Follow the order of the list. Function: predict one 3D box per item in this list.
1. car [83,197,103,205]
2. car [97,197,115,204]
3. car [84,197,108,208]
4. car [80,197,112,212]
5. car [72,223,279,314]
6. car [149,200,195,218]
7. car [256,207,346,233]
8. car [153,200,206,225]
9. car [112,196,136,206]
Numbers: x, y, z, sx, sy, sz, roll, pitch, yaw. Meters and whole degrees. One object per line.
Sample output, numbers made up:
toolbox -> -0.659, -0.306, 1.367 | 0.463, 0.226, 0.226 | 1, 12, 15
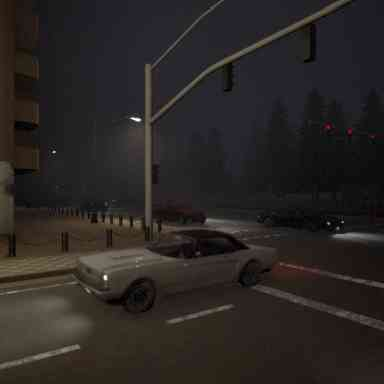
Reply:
car -> -18.003, 1.656, 60.366 | 1.895, 1.301, 4.718 | 0, 0, -36
car -> -16.676, 1.656, 64.486 | 1.895, 1.301, 4.718 | 0, 0, -36
car -> -14.041, 1.562, 48.594 | 1.837, 1.490, 4.892 | 0, -1, -35
car -> -11.533, 1.408, 39.069 | 2.097, 1.767, 4.553 | 0, 0, -36
car -> -0.215, 1.601, 7.743 | 4.718, 1.301, 1.895 | 0, 0, -36
car -> -2.031, 1.547, 31.846 | 2.128, 1.511, 4.902 | 0, 0, -36
car -> 6.362, 1.597, 20.189 | 2.033, 1.411, 5.357 | 0, 0, -36
car -> -0.969, 1.533, 24.379 | 1.882, 1.535, 5.008 | 0, 0, -36
car -> -11.416, 1.408, 57.209 | 2.097, 1.767, 4.553 | 0, 0, -36
